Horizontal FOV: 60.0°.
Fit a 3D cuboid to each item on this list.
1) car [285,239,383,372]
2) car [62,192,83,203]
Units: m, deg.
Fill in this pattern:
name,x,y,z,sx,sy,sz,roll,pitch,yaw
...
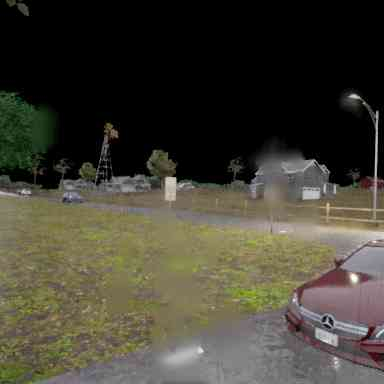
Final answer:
name,x,y,z,sx,sy,sz,roll,pitch,yaw
car,3.565,1.542,5.491,4.674,1.442,1.812,0,0,-35
car,-18.488,0.778,51.308,2.097,1.767,4.553,2,-1,-36
